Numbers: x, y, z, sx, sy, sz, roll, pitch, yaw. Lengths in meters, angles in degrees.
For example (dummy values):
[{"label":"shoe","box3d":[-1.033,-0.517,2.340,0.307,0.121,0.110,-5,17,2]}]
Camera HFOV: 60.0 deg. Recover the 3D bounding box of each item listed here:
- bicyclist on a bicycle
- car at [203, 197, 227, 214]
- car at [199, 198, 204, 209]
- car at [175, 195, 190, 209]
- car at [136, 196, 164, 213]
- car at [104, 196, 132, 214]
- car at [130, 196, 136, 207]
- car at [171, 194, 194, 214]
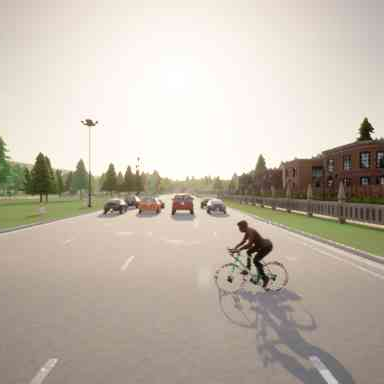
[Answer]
[{"label":"bicyclist on a bicycle","box3d":[1.315,1.453,7.428,1.656,1.620,0.582,-2,0,-2]},{"label":"car","box3d":[2.520,1.525,35.624,1.812,1.442,4.674,0,0,-1]},{"label":"car","box3d":[2.160,1.504,46.383,1.837,1.490,4.892,0,0,-1]},{"label":"car","box3d":[-1.358,1.351,47.165,2.097,1.767,4.553,0,0,-1]},{"label":"car","box3d":[-4.498,1.351,36.229,2.097,1.767,4.553,0,0,-1]},{"label":"car","box3d":[-7.972,1.502,35.090,1.837,1.490,4.892,0,-1,-1]},{"label":"car","box3d":[-8.344,1.351,46.540,2.097,1.767,4.553,0,0,-1]},{"label":"car","box3d":[-0.964,1.220,34.824,2.150,2.045,5.566,0,0,-1]}]
